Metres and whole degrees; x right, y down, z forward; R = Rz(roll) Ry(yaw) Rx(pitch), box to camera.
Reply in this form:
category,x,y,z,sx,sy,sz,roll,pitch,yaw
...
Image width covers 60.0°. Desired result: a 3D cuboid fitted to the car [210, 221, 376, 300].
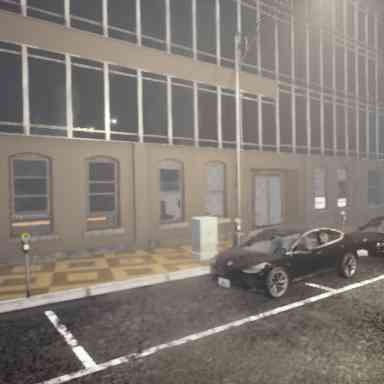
category,x,y,z,sx,sy,sz,roll,pitch,yaw
car,2.448,1.535,8.320,4.313,1.339,1.947,0,-1,-35

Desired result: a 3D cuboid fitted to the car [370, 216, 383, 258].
category,x,y,z,sx,sy,sz,roll,pitch,yaw
car,7.067,1.506,11.616,4.313,1.339,1.947,0,-1,-35
